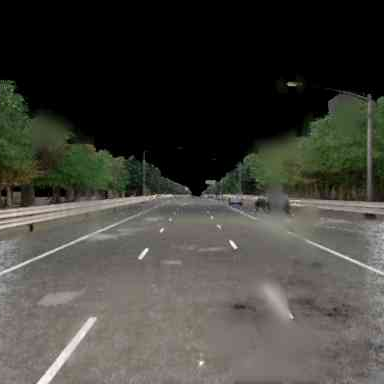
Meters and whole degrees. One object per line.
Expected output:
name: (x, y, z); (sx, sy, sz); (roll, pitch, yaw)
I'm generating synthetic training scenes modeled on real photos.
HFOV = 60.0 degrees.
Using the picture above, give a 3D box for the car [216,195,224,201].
car: (7.048, 1.448, 83.970); (2.033, 1.411, 5.357); (0, 0, 0)

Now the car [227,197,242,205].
car: (6.977, 1.469, 54.621); (1.994, 1.385, 4.181); (0, 0, 0)

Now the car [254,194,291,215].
car: (8.076, 1.166, 33.801); (2.150, 2.045, 5.566); (0, 0, -8)
